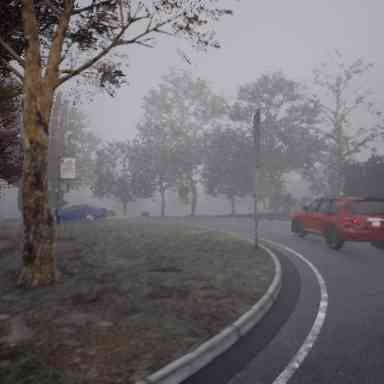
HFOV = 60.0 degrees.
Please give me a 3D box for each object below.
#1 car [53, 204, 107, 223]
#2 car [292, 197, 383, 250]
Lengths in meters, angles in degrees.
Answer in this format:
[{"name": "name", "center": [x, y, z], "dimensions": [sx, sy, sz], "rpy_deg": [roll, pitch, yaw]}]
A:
[{"name": "car", "center": [-9.933, 1.812, 28.963], "dimensions": [5.008, 1.535, 1.882], "rpy_deg": [-1, -1, 4]}, {"name": "car", "center": [6.336, 1.217, 14.552], "dimensions": [2.150, 2.045, 5.566], "rpy_deg": [0, 0, -5]}]
